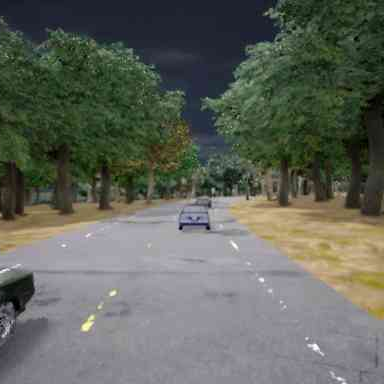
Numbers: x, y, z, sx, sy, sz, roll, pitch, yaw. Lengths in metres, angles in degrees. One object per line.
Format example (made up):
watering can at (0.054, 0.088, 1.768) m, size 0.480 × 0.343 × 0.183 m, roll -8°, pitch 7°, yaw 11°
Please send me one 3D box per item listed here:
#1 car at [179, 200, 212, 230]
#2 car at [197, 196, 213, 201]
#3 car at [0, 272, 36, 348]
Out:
car at (0.181, 1.461, 20.587) m, size 2.033 × 1.411 × 5.357 m, roll 0°, pitch 0°, yaw 1°
car at (1.590, 1.246, 42.383) m, size 2.128 × 1.511 × 4.902 m, roll 0°, pitch 0°, yaw 6°
car at (-3.595, 1.590, 3.434) m, size 1.895 × 1.301 × 4.718 m, roll 0°, pitch 0°, yaw 0°
